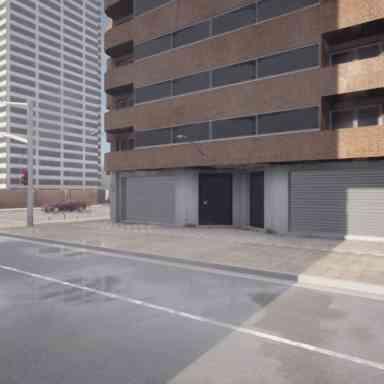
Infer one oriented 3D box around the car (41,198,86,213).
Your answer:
[{"bbox_3d":[-14.151,1.478,36.930,1.882,1.535,5.008,0,0,35],"label":"car"}]
